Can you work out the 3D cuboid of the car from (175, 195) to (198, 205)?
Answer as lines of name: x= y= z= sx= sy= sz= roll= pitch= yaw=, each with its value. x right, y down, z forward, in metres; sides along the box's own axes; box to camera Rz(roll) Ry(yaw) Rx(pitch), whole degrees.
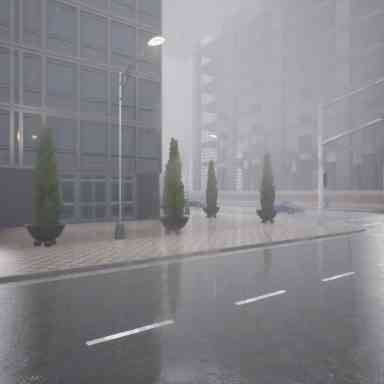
car: x=-1.005 y=1.407 z=61.995 sx=2.097 sy=1.767 sz=4.553 roll=0 pitch=0 yaw=-36

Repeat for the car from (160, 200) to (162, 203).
car: x=-3.829 y=1.547 z=59.927 sx=2.128 sy=1.511 sz=4.902 roll=0 pitch=0 yaw=-36

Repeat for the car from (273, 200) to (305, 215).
car: x=9.709 y=1.581 z=35.252 sx=1.812 sy=1.442 sz=4.674 roll=0 pitch=0 yaw=-36

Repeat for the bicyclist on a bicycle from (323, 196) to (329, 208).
bicyclist on a bicycle: x=17.854 y=1.356 z=44.381 sx=1.656 sy=1.620 sz=0.582 roll=0 pitch=0 yaw=-36

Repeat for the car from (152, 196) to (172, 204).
car: x=-6.312 y=1.560 z=69.161 sx=1.837 sy=1.490 sz=4.892 roll=0 pitch=0 yaw=-36

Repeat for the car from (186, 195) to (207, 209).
car: x=1.019 y=1.409 z=47.114 sx=2.097 sy=1.767 sz=4.553 roll=0 pitch=0 yaw=-36
